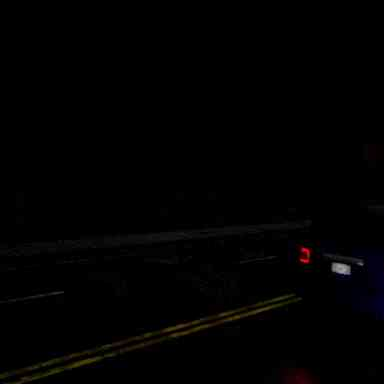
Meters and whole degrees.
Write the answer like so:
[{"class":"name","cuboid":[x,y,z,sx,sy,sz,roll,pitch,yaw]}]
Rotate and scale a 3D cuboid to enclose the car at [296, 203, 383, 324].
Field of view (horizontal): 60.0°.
[{"class":"car","cuboid":[4.413,1.237,6.610,5.566,2.045,2.150,0,0,-36]}]
